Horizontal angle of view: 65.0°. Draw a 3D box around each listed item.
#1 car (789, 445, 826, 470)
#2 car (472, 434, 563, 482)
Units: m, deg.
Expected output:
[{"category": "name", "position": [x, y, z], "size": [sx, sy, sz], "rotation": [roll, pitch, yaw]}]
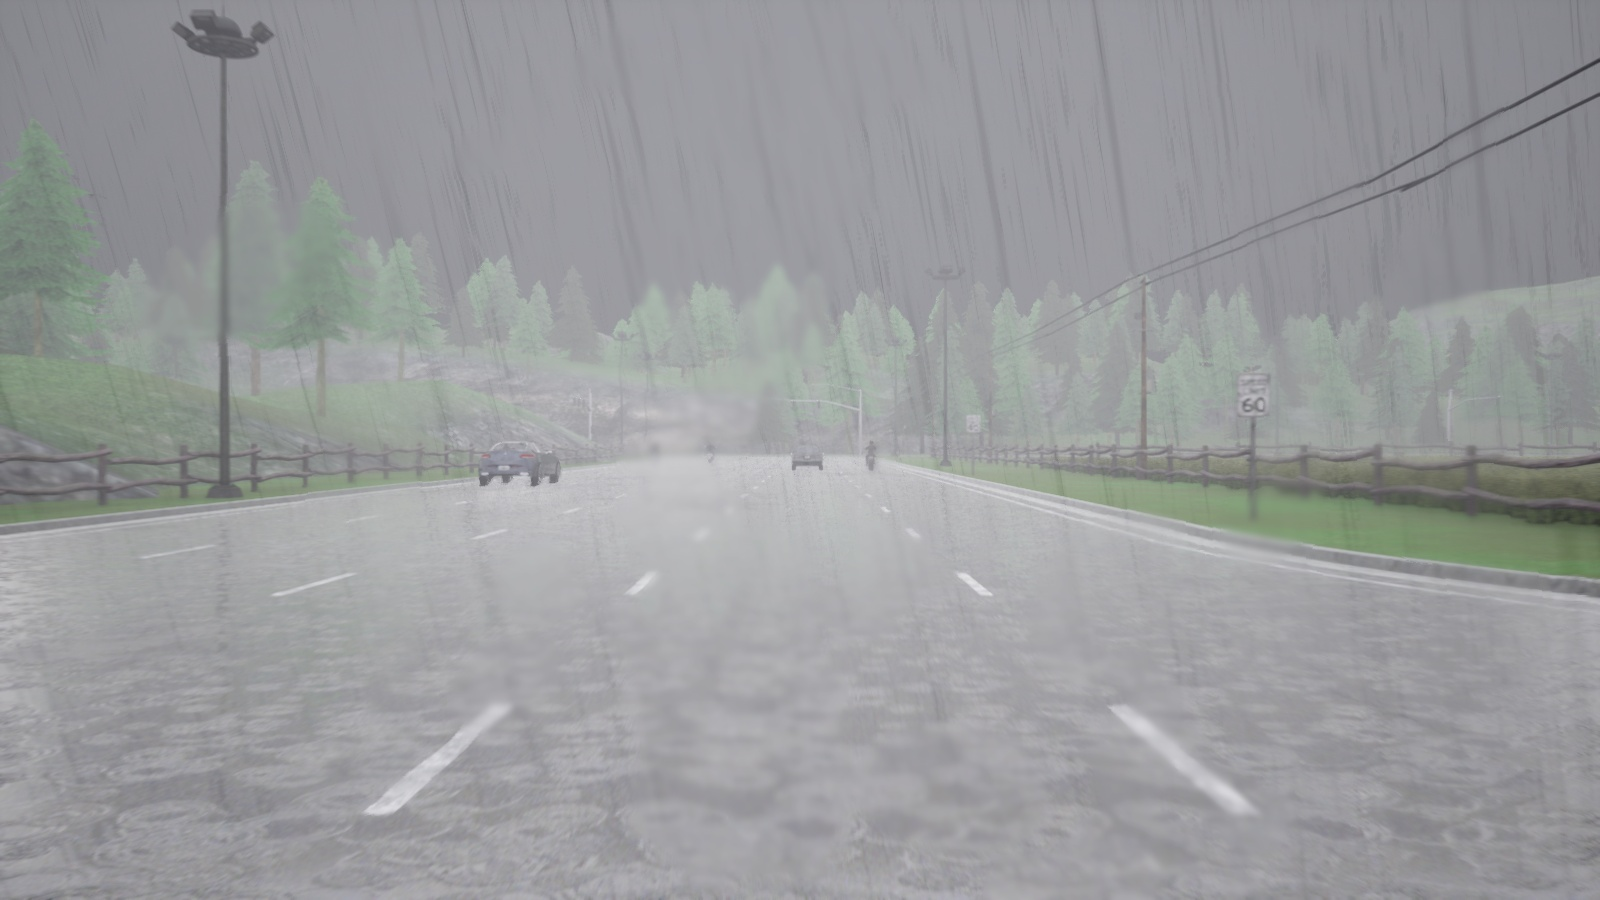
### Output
[{"category": "car", "position": [0.429, 0.409, 72.798], "size": [2.033, 1.411, 5.357], "rotation": [0, 0, 0]}, {"category": "car", "position": [-10.224, 0.274, 45.834], "size": [2.152, 1.651, 5.027], "rotation": [0, 0, 0]}]
